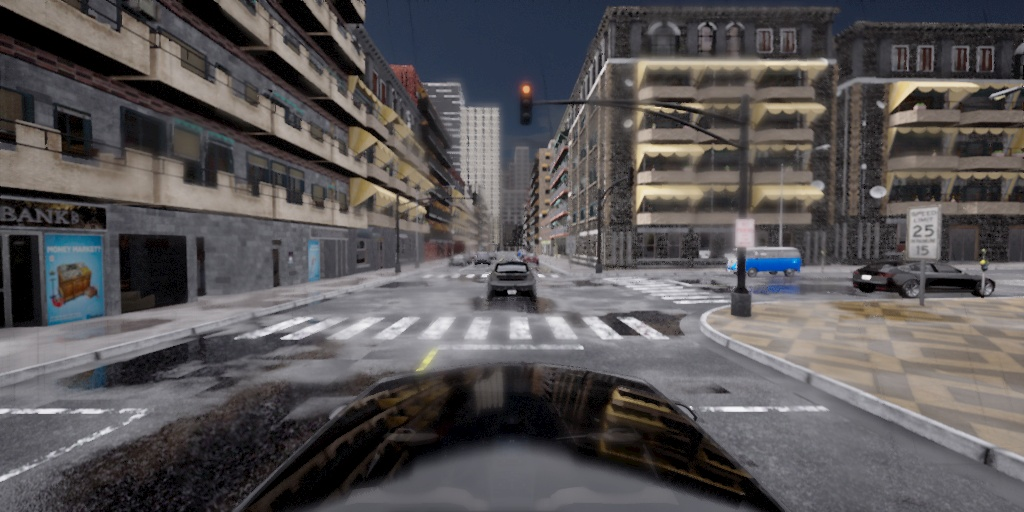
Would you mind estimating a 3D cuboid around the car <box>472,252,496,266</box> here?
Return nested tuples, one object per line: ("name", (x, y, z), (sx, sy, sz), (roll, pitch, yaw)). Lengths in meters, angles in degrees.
("car", (-3.400, 0.429, 42.620), (2.033, 1.411, 5.357), (0, 1, 0))

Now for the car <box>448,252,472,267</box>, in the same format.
("car", (-5.975, 0.486, 39.936), (2.007, 1.370, 4.403), (0, 0, 0))

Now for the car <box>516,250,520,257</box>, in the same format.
("car", (2.239, 0.031, 62.099), (2.007, 1.370, 4.403), (0, 0, 0))

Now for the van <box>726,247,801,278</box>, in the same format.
("van", (15.505, 0.352, 22.211), (3.998, 1.789, 1.690), (0, 0, -1))

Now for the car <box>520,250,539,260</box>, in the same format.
("car", (2.363, 0.264, 45.520), (1.967, 1.591, 4.097), (0, 0, 0))

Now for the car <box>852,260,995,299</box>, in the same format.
("car", (15.686, 0.826, 13.836), (4.313, 1.339, 1.948), (0, 0, -1))

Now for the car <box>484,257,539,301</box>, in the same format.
("car", (-0.013, 0.967, 15.146), (1.837, 1.490, 4.892), (0, 2, 0))
